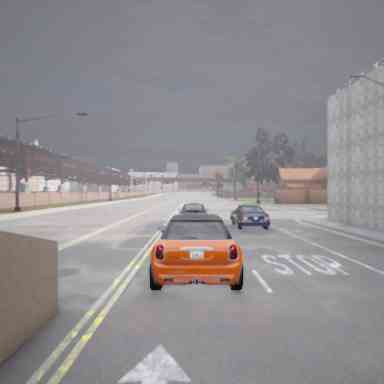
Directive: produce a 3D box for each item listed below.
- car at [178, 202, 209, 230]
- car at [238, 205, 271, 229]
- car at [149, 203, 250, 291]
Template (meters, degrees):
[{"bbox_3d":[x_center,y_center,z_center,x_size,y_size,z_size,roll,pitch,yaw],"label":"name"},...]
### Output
[{"bbox_3d":[0.097,1.490,21.766,1.837,1.490,4.892,0,0,0],"label":"car"},{"bbox_3d":[3.597,1.532,21.230,2.033,1.411,5.357,0,0,0],"label":"car"},{"bbox_3d":[0.099,1.346,9.164,2.097,1.767,4.553,0,0,0],"label":"car"}]
